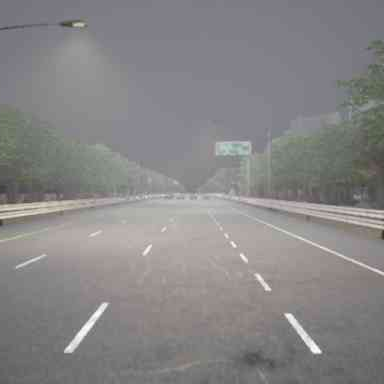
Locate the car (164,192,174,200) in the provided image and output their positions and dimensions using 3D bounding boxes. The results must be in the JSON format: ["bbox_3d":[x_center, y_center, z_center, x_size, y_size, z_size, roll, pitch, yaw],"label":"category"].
[{"bbox_3d":[-6.580,1.402,90.904,1.882,1.535,5.008,0,0,0],"label":"car"}]

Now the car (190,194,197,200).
[{"bbox_3d":[0.429,1.296,92.500,2.097,1.767,4.553,0,0,0],"label":"car"}]

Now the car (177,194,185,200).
[{"bbox_3d":[-3.088,1.471,89.631,2.128,1.511,4.902,0,0,0],"label":"car"}]

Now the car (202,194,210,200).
[{"bbox_3d":[3.912,1.472,89.592,2.128,1.511,4.902,0,0,0],"label":"car"}]
